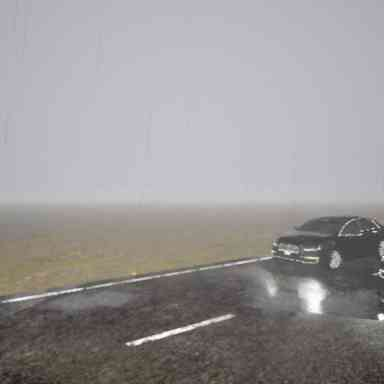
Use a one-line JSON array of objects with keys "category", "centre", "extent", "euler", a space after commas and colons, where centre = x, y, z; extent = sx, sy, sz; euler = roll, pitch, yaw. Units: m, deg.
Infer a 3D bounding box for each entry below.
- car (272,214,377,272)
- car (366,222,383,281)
[{"category": "car", "centre": [4.746, 1.535, 11.064], "extent": [4.892, 1.490, 1.837], "euler": [0, 0, -35]}, {"category": "car", "centre": [6.635, 1.535, 8.420], "extent": [4.892, 1.490, 1.837], "euler": [0, 0, -35]}]
